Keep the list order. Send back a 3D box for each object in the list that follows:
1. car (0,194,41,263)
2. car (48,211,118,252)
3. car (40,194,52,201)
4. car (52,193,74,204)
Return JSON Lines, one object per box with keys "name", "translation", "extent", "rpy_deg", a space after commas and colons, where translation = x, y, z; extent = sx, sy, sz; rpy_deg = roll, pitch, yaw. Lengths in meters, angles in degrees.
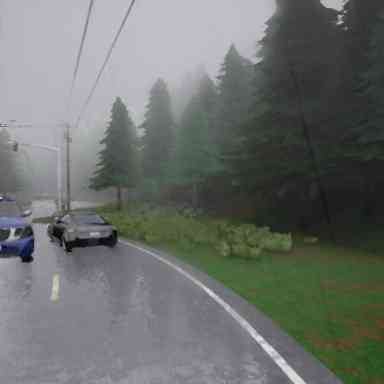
{"name": "car", "translation": [-6.864, 1.172, 11.229], "extent": [2.150, 2.045, 5.566], "rpy_deg": [0, 0, -35]}
{"name": "car", "translation": [-4.591, 1.481, 13.705], "extent": [1.994, 1.385, 4.181], "rpy_deg": [0, 0, -32]}
{"name": "car", "translation": [-31.997, 1.071, 71.117], "extent": [5.008, 1.535, 1.882], "rpy_deg": [0, 0, 31]}
{"name": "car", "translation": [-20.386, 1.241, 52.483], "extent": [1.994, 1.385, 4.181], "rpy_deg": [0, 0, -30]}
